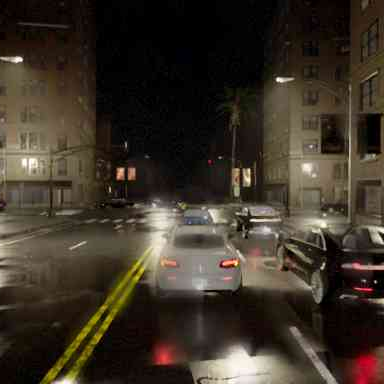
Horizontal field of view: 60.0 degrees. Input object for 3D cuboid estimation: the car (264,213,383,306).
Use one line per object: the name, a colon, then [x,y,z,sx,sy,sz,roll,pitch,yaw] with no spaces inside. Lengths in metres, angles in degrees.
car: [3.382,1.487,7.958,2.128,1.511,4.902,0,0,1]

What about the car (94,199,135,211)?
car: [-9.086,1.476,38.995,1.895,1.301,4.718,1,1,38]

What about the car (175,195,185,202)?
car: [-2.727,1.484,76.147,2.033,1.411,5.357,0,0,0]

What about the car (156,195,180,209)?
car: [-3.042,1.302,43.004,2.097,1.767,4.553,1,0,0]

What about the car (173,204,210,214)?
car: [0.222,1.536,17.955,2.033,1.411,5.357,0,0,0]

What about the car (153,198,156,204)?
car: [-6.124,1.564,62.903,1.895,1.301,4.718,0,0,1]

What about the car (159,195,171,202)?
car: [-5.990,1.487,74.330,2.033,1.411,5.357,0,0,0]

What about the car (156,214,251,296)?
car: [0.157,1.520,8.500,1.812,1.442,4.674,0,0,0]

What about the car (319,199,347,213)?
car: [16.991,1.576,37.599,5.008,1.535,1.882,0,1,1]

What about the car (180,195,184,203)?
car: [-2.838,1.508,65.554,2.033,1.411,5.357,0,0,1]

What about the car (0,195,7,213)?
car: [-20.710,1.332,32.013,5.008,1.535,1.882,0,1,-8]

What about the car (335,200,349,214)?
car: [16.430,1.748,31.655,4.313,1.339,1.947,0,0,1]

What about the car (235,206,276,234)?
car: [3.368,1.481,17.266,2.128,1.511,4.902,0,0,0]
